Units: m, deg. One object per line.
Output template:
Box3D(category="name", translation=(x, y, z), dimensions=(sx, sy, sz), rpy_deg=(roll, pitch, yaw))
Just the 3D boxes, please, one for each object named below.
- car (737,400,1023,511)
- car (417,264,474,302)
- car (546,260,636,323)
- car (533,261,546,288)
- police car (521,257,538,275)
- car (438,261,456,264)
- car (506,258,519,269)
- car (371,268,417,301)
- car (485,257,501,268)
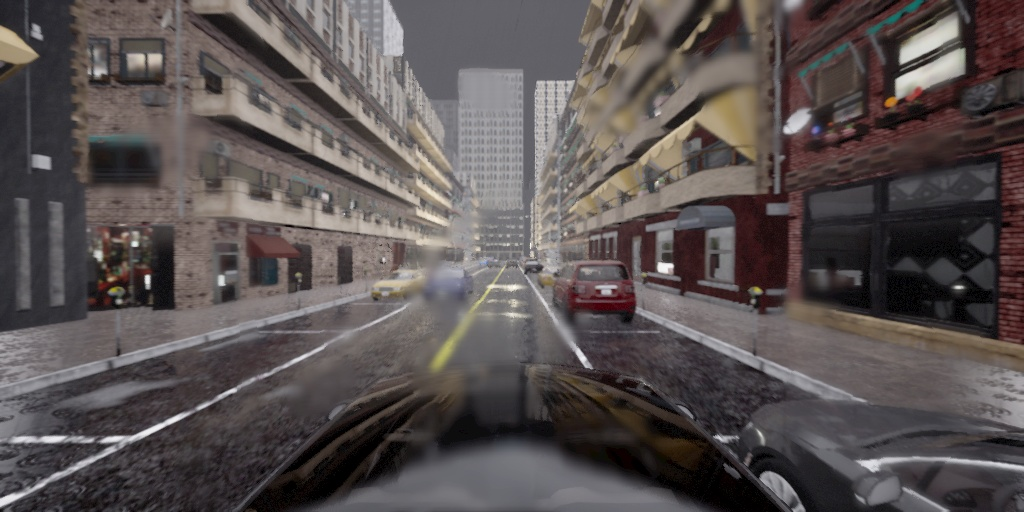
Box3D(category="car", translation=(2.564, 1.300, 0.999), dimensions=(2.007, 1.370, 4.403), rpy_deg=(0, 0, 0))
Box3D(category="car", translation=(-2.851, 1.271, 16.974), dimensions=(1.812, 1.442, 4.674), rpy_deg=(0, 0, 0))
Box3D(category="car", translation=(2.569, 1.061, 12.098), dimensions=(2.192, 1.841, 5.009), rpy_deg=(0, 0, 0))
Box3D(category="car", translation=(2.574, 1.268, 23.365), dimensions=(1.751, 1.417, 4.829), rpy_deg=(0, 0, 0))
Box3D(category="police car", translation=(2.257, 1.162, 38.646), dimensions=(1.930, 1.638, 5.238), rpy_deg=(0, 0, 0))
Box3D(category="car", translation=(-5.305, 1.182, 28.727), dimensions=(1.967, 1.591, 4.097), rpy_deg=(0, 0, 0))
Box3D(category="car", translation=(0.024, 1.232, 57.969), dimensions=(1.837, 1.490, 4.892), rpy_deg=(0, 0, 0))
Box3D(category="car", translation=(-5.309, 1.271, 17.459), dimensions=(1.751, 1.417, 4.829), rpy_deg=(0, 0, 0))
Box3D(category="car", translation=(-2.778, 1.292, 58.170), dimensions=(1.994, 1.385, 4.181), rpy_deg=(0, 0, 1))
